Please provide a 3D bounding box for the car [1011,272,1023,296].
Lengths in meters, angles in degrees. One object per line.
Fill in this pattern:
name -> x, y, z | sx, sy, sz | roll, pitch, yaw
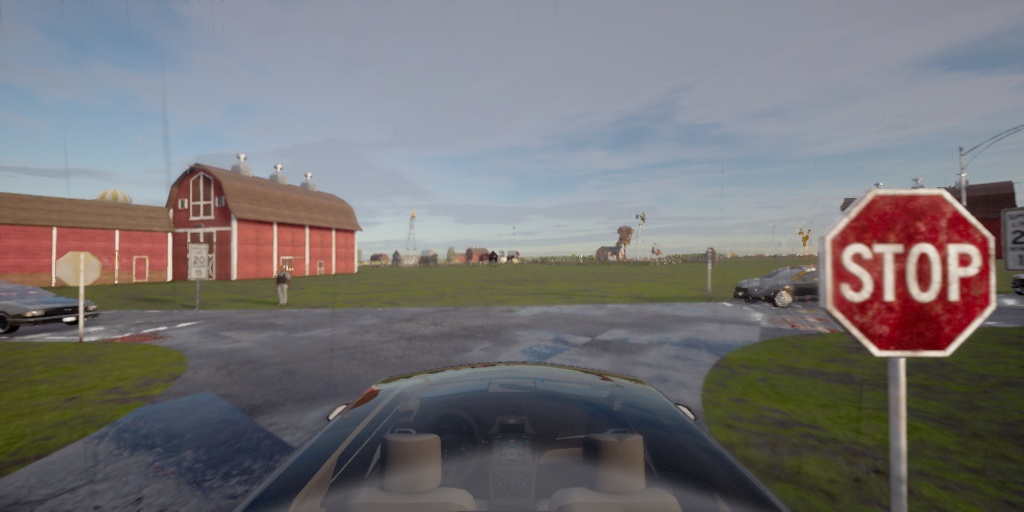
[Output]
car -> 23.416, 0.878, 14.622 | 5.008, 1.535, 1.882 | -1, -1, -6

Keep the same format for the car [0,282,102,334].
car -> -16.818, 1.690, 11.792 | 5.357, 1.411, 2.033 | -1, -1, 6

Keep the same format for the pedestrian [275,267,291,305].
pedestrian -> -11.006, 1.422, 17.180 | 0.375, 1.860, 0.375 | 0, 0, 4

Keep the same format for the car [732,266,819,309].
car -> 11.152, 1.144, 13.811 | 4.892, 1.490, 1.837 | -1, -1, -2
